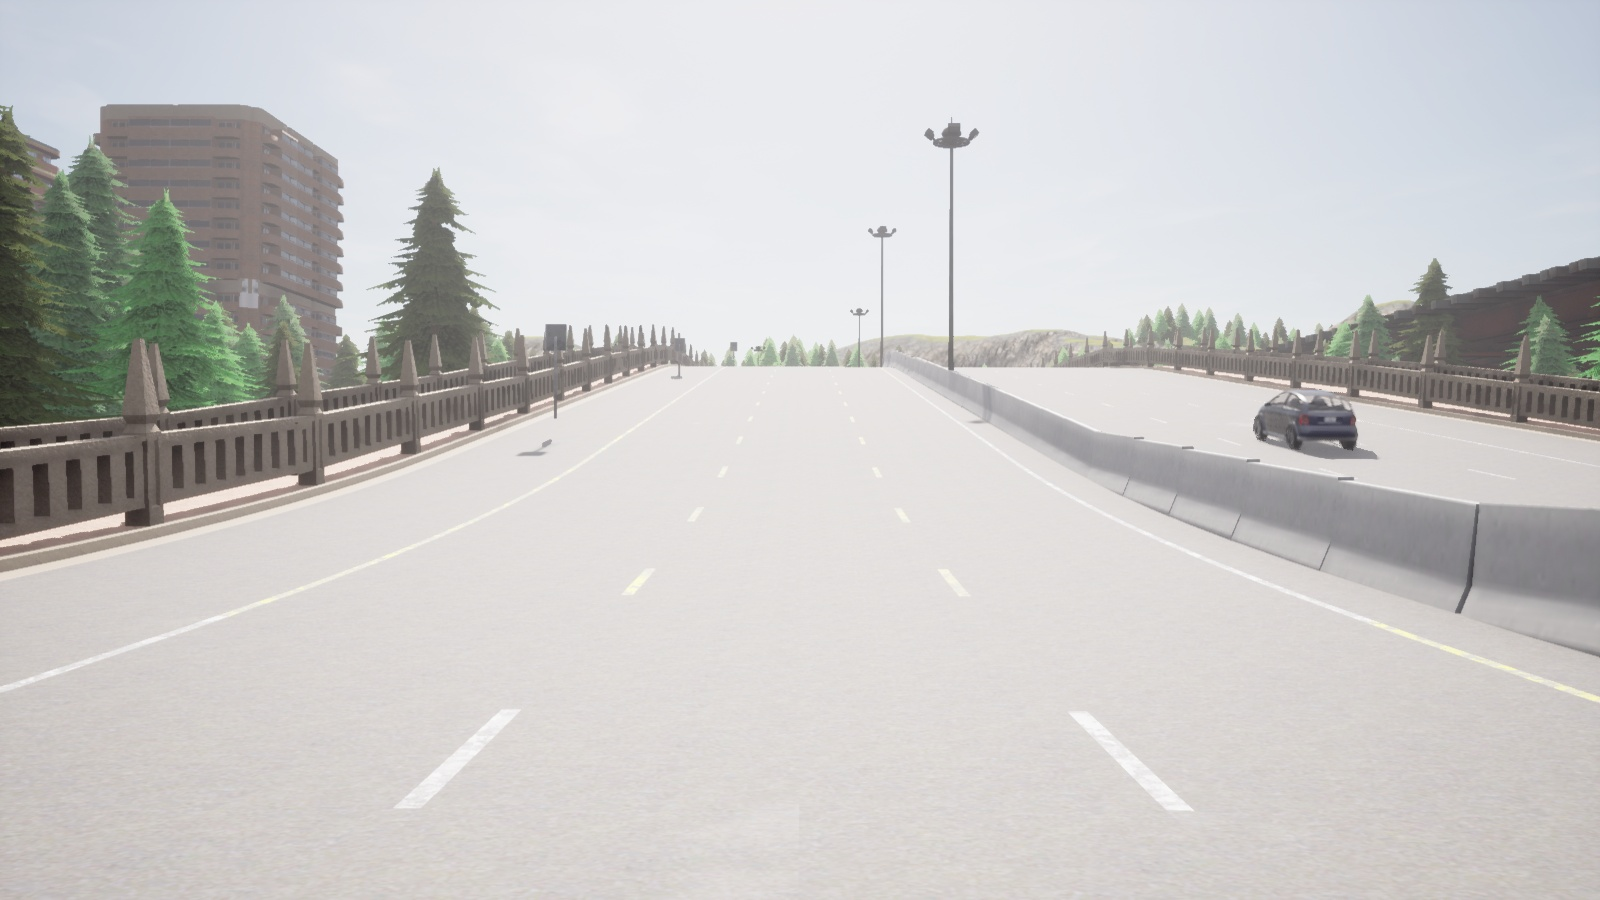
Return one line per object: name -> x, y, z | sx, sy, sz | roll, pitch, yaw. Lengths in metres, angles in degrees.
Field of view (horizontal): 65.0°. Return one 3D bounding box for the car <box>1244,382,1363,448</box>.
car -> 14.019, -1.024, 35.176 | 1.789, 1.549, 3.705 | 0, 6, 0
